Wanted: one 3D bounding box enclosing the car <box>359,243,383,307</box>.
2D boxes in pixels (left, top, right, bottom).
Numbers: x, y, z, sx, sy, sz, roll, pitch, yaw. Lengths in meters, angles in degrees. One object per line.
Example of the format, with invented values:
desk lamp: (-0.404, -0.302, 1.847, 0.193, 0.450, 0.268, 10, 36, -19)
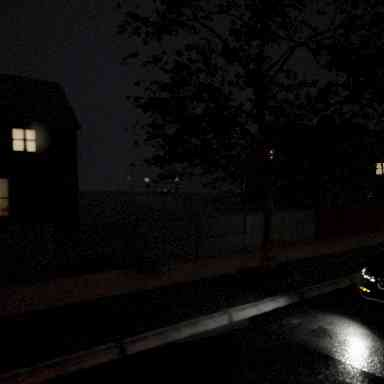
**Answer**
car: (5.406, 1.495, 7.027, 4.892, 1.490, 1.837, 0, 0, -37)
